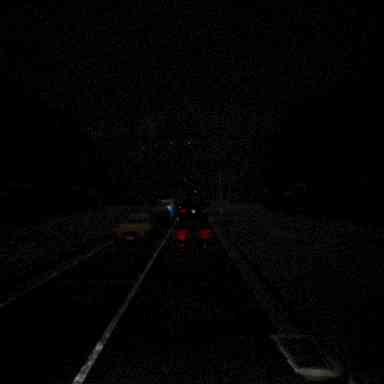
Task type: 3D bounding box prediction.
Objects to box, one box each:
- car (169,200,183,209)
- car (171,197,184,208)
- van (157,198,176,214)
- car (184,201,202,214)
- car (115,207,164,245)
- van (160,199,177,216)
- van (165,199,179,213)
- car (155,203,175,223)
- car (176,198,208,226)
[{"bbox_3d":[-2.619,2.108,54.993,2.008,1.369,4.403,0,-1,0],"label":"car"},{"bbox_3d":[-2.617,1.934,60.459,2.192,1.841,5.009,0,-1,0],"label":"car"},{"bbox_3d":[-2.627,1.664,33.139,1.690,1.788,3.998,0,-1,0],"label":"van"},{"bbox_3d":[0.114,1.917,42.849,2.128,1.511,4.902,0,-1,0],"label":"car"},{"bbox_3d":[-2.631,1.677,16.577,1.752,1.417,4.829,0,-1,0],"label":"car"},{"bbox_3d":[-2.625,1.723,38.603,1.690,1.788,3.998,0,-1,0],"label":"van"},{"bbox_3d":[-2.623,1.781,44.067,1.690,1.788,3.998,0,-1,0],"label":"van"},{"bbox_3d":[-2.628,1.847,27.673,1.802,1.307,4.206,0,-1,0],"label":"car"},{"bbox_3d":[0.108,1.472,26.006,2.150,2.045,5.566,0,0,0],"label":"car"}]
